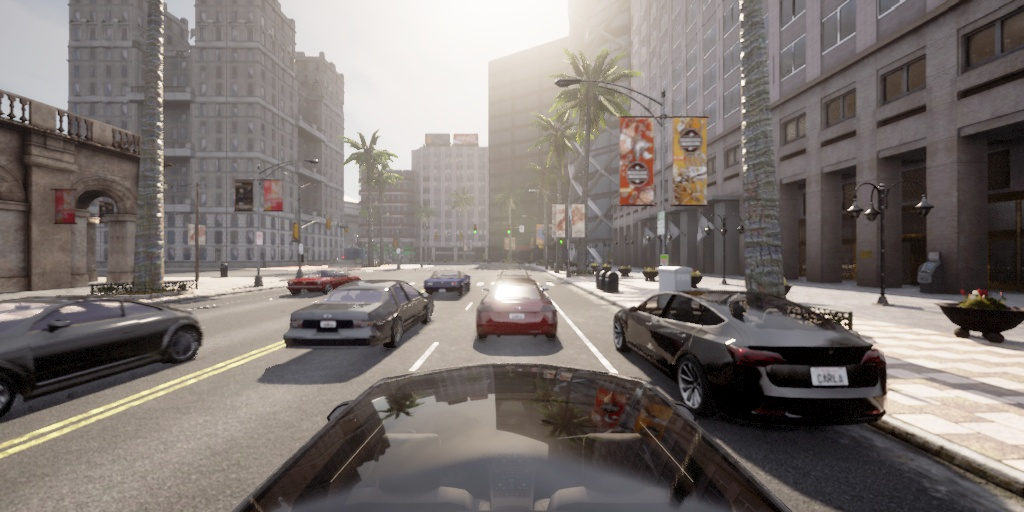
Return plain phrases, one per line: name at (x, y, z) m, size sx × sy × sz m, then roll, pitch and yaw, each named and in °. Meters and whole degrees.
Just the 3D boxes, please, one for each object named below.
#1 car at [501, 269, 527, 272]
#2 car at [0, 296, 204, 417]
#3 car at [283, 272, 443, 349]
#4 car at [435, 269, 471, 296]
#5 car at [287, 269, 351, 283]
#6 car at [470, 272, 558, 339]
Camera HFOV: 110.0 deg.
car at (0.120, 1.390, 19.672) m, size 1.895 × 1.301 × 4.718 m, roll 0°, pitch 0°, yaw 0°
car at (-7.087, 1.322, 5.333) m, size 1.994 × 1.385 × 4.181 m, roll 0°, pitch 0°, yaw 0°
car at (-3.393, 1.314, 9.140) m, size 2.033 × 1.411 × 5.357 m, roll 0°, pitch 0°, yaw 0°
car at (-3.380, 1.390, 19.665) m, size 1.895 × 1.301 × 4.718 m, roll 0°, pitch 0°, yaw 0°
car at (-10.479, 1.446, 20.268) m, size 1.895 × 1.301 × 4.718 m, roll 0°, pitch 0°, yaw 0°
car at (0.111, 1.332, 10.117) m, size 1.994 × 1.385 × 4.181 m, roll 0°, pitch 0°, yaw 0°
